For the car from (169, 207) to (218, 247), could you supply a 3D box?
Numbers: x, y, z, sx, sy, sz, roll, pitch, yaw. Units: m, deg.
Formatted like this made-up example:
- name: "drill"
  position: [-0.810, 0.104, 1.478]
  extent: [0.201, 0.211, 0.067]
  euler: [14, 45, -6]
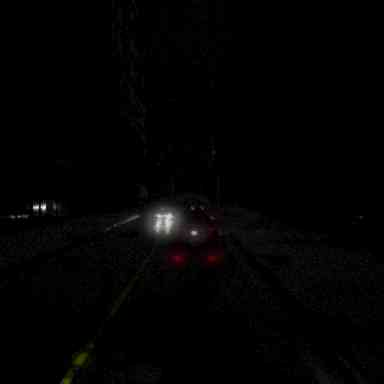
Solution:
- name: "car"
  position: [0.089, 1.604, 15.191]
  extent: [1.994, 1.385, 4.181]
  euler: [0, 0, 0]

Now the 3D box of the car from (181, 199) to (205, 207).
- name: "car"
  position: [0.093, 1.435, 29.709]
  extent: [2.097, 1.767, 4.553]
  euler: [0, 0, 0]

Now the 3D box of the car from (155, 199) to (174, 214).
- name: "car"
  position: [-3.075, 1.591, 37.328]
  extent: [2.128, 1.511, 4.902]
  euler: [0, 0, 0]
